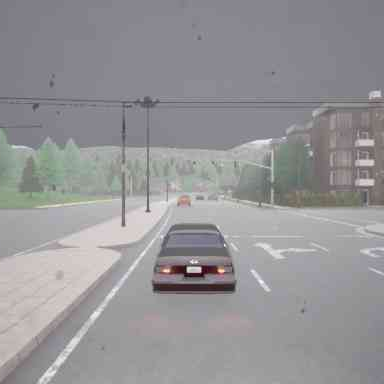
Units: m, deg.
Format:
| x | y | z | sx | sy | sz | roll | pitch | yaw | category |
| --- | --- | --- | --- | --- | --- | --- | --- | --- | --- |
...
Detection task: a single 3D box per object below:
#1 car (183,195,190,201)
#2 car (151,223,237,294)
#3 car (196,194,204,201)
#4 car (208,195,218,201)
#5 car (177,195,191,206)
| x | y | z | sx | sy | sz | roll | pitch | yaw | category |
| --- | --- | --- | --- | --- | --- | --- | --- | --- | --- |
| -1.450 | 1.523 | 85.501 | 1.812 | 1.442 | 4.674 | 0 | 0 | 0 | car |
| 0.049 | 1.547 | 8.930 | 2.033 | 1.411 | 5.357 | 0 | 0 | 0 | car |
| 2.050 | 1.477 | 85.536 | 1.882 | 1.535 | 5.008 | 0 | 0 | 0 | car |
| 5.550 | 1.539 | 85.541 | 2.033 | 1.411 | 5.357 | 0 | 0 | 0 | car |
| -1.312 | 1.352 | 54.676 | 2.097 | 1.767 | 4.553 | 0 | 0 | -1 | car |
